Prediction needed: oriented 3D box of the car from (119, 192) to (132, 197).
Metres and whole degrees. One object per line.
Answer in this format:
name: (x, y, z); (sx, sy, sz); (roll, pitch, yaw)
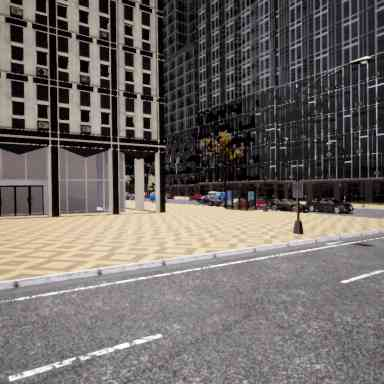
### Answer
car: (-18.340, 0.695, 91.164); (2.008, 1.369, 4.403); (0, 1, -35)

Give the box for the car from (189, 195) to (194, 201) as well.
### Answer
car: (1.017, 1.050, 63.089); (1.802, 1.307, 4.206); (0, 1, -35)

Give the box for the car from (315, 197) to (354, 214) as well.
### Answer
car: (14.001, 1.350, 34.042); (1.837, 1.490, 4.892); (-1, 1, -35)

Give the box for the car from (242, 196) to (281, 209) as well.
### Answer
car: (8.655, 1.265, 41.798); (1.837, 1.490, 4.892); (-1, 1, -34)

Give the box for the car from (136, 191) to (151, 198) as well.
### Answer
car: (-11.888, 0.692, 81.805); (1.967, 1.590, 4.097); (0, 1, -35)

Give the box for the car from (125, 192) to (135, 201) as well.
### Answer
car: (-12.335, 1.044, 67.693); (2.008, 1.369, 4.403); (0, 1, -35)

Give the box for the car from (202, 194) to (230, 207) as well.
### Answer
car: (3.750, 1.324, 44.268); (1.947, 1.339, 4.313); (0, 1, -35)

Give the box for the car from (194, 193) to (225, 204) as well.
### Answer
car: (2.820, 1.267, 50.278); (1.895, 1.301, 4.718); (-1, 1, -35)

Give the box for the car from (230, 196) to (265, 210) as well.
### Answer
car: (6.928, 1.393, 39.556); (1.802, 1.307, 4.206); (0, 1, -35)

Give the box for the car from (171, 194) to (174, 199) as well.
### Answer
car: (-5.435, 0.942, 72.449); (1.802, 1.307, 4.206); (0, 1, -35)

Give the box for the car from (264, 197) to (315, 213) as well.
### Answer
car: (10.140, 1.429, 34.864); (1.947, 1.339, 4.313); (0, 1, -35)

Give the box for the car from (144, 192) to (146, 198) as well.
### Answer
car: (-8.662, 0.621, 77.124); (2.192, 1.841, 5.009); (0, 1, -35)

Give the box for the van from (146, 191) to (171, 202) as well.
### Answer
van: (-5.883, 0.942, 58.332); (1.690, 1.788, 3.998); (0, 1, -35)
